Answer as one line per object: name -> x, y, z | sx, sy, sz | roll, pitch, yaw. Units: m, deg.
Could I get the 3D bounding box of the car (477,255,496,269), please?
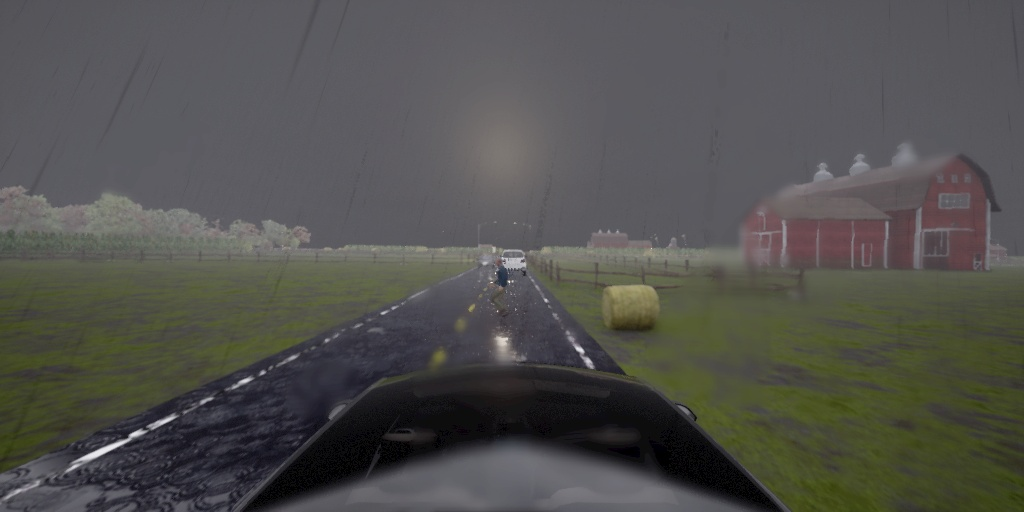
car -> -2.839, 0.605, 40.241 | 2.128, 1.511, 4.902 | 0, 1, 0

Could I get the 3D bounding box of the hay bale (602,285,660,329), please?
hay bale -> 3.124, 1.276, 9.546 | 1.220, 1.180, 1.240 | 0, 0, 0

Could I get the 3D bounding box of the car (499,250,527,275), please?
car -> 0.085, 0.498, 30.358 | 2.150, 2.045, 5.566 | 0, 1, 0

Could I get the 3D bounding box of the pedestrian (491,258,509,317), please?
pedestrian -> -0.344, 0.894, 10.756 | 0.375, 1.860, 0.375 | 1, 0, 2
